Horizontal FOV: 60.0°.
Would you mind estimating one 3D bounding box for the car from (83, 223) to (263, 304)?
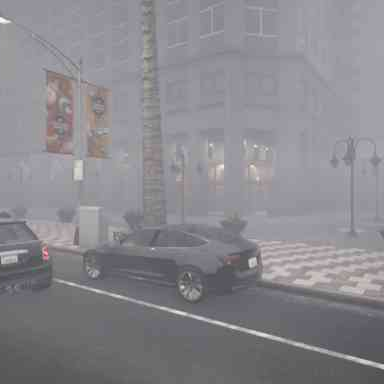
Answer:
[{"bbox_3d":[-0.652,1.512,8.250,4.786,1.482,2.161,0,0,35],"label":"car"}]

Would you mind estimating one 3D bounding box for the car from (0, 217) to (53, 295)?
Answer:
[{"bbox_3d":[-5.306,1.350,7.768,4.553,1.767,2.097,0,0,35],"label":"car"}]
